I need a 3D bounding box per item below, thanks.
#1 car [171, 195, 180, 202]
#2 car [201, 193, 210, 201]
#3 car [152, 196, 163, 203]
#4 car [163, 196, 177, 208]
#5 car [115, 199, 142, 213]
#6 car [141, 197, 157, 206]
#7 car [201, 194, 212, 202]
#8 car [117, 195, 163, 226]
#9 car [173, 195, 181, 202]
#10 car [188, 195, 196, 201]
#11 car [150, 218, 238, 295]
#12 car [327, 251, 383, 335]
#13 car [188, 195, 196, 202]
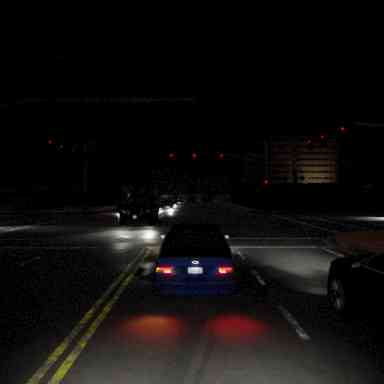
[{"bbox_3d":[-3.572,1.499,74.020,1.837,1.490,4.892,0,0,0],"label":"car"},{"bbox_3d":[3.418,1.228,84.631,2.097,1.767,4.553,0,0,0],"label":"car"},{"bbox_3d":[-7.067,1.502,68.941,1.837,1.490,4.892,0,0,0],"label":"car"},{"bbox_3d":[-3.645,1.601,47.576,1.895,1.301,4.718,0,0,0],"label":"car"},{"bbox_3d":[-7.136,1.547,37.837,2.033,1.411,5.357,0,0,0],"label":"car"},{"bbox_3d":[-7.142,1.548,55.736,2.033,1.411,5.357,0,0,0],"label":"car"},{"bbox_3d":[3.428,1.344,74.675,2.097,1.767,4.553,0,0,0],"label":"car"},{"bbox_3d":[-3.623,1.222,23.766,2.150,2.045,5.566,0,0,0],"label":"car"},{"bbox_3d":[-3.635,1.490,58.871,2.128,1.511,4.902,0,0,0],"label":"car"},{"bbox_3d":[-0.082,1.425,84.656,1.994,1.385,4.181,0,0,0],"label":"car"},{"bbox_3d":[0.074,1.547,8.882,2.033,1.411,5.357,0,0,0],"label":"car"},{"bbox_3d":[3.558,1.491,4.640,2.128,1.511,4.902,0,0,0],"label":"car"},{"bbox_3d":[-0.072,1.531,74.382,2.033,1.411,5.357,0,0,0],"label":"car"}]
